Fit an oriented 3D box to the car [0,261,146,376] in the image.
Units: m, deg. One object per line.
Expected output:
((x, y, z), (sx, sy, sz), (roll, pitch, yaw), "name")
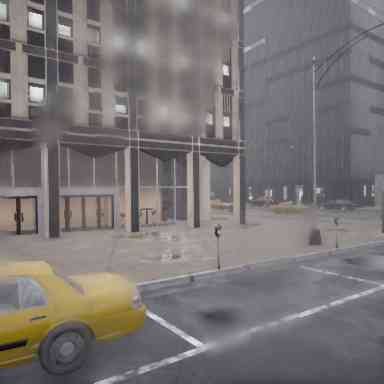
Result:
((-2.955, 1.524, 4.005), (4.829, 1.417, 1.752), (0, -1, -35), "car")

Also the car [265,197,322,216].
((9.827, 1.545, 32.693), (1.752, 1.417, 4.829), (-1, 1, -36), "car")

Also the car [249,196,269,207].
((9.808, 1.321, 46.565), (1.967, 1.590, 4.097), (-1, 1, -36), "car")

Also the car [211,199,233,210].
((3.408, 1.526, 41.769), (1.752, 1.417, 4.829), (-1, 1, -36), "car")

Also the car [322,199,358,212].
((16.343, 1.448, 37.573), (2.008, 1.369, 4.403), (-1, 1, -36), "car")
